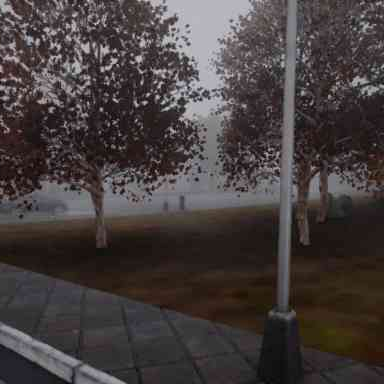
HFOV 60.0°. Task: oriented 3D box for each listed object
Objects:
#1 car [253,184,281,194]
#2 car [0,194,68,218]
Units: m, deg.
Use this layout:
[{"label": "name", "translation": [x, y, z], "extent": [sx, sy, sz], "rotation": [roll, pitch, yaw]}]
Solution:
[{"label": "car", "translation": [11.841, -0.514, 52.089], "extent": [4.892, 1.490, 1.837], "rotation": [-3, 3, -25]}, {"label": "car", "translation": [-11.572, 0.903, 24.300], "extent": [4.892, 1.490, 1.837], "rotation": [-1, 2, -43]}]
